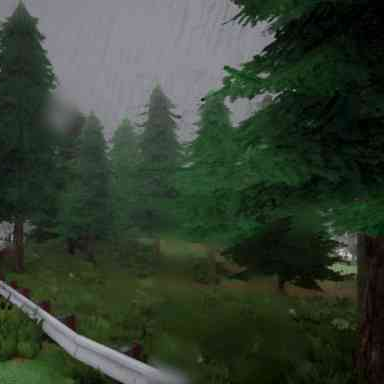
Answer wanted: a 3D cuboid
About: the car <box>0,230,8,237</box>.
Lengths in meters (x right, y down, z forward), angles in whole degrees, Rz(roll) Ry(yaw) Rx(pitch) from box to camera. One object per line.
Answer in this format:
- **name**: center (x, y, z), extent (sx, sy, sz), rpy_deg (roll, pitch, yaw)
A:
- **car**: center (-23.034, 5.278, 40.110), extent (1.994, 1.385, 4.181), rpy_deg (1, -6, -24)
